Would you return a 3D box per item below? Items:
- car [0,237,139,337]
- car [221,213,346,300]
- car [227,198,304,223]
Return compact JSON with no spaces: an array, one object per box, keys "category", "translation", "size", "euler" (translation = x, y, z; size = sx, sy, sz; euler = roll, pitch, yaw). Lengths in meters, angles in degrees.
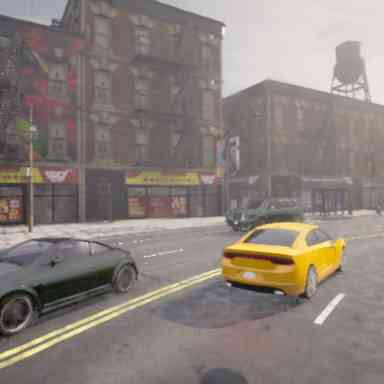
[{"category":"car","translation":[-3.040,1.669,6.960],"size":[1.994,1.385,4.181],"euler":[-1,-1,32]},{"category":"car","translation":[2.661,1.559,8.847],"size":[1.882,1.535,5.008],"euler":[-1,-1,36]},{"category":"car","translation":[4.747,1.425,20.907],"size":[5.566,2.045,2.150],"euler":[0,-1,-36]}]
